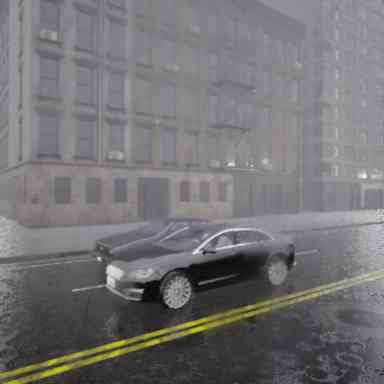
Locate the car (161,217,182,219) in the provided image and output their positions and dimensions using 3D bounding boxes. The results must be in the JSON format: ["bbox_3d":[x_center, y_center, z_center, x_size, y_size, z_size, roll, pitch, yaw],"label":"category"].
[{"bbox_3d":[-0.531,1.577,11.259,5.357,1.411,2.033,0,0,-35],"label":"car"}]

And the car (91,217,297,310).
[{"bbox_3d":[0.417,1.516,7.942,4.902,1.511,2.128,0,0,-35],"label":"car"}]
